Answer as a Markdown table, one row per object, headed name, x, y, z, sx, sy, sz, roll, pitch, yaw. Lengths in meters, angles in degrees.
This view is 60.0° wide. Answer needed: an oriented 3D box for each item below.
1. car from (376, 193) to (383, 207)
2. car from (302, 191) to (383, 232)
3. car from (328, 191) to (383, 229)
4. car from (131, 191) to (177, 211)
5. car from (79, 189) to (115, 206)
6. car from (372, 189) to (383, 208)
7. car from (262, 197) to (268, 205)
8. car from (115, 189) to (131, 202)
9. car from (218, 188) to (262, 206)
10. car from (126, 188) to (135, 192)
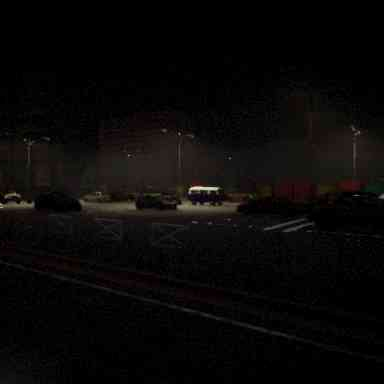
| name | x | y | z | sx | sy | sz | roll | pitch | yaw |
| --- | --- | --- | --- | --- | --- | --- | --- | --- | --- |
| car | 22.380 | 0.894 | 36.358 | 3.806 | 1.475 | 1.970 | 1 | 1 | 35 |
| car | 7.879 | 0.934 | 15.486 | 4.605 | 1.855 | 1.932 | 1 | 1 | 35 |
| car | 9.573 | 0.906 | 17.834 | 3.866 | 1.878 | 1.905 | 1 | 1 | 35 |
| car | -3.242 | 0.929 | 30.010 | 3.806 | 1.475 | 1.970 | 1 | 1 | 35 |
| car | -12.367 | 0.704 | 43.352 | 3.806 | 1.475 | 1.970 | 1 | 1 | 35 |
| car | 20.722 | 0.687 | 33.981 | 3.866 | 1.878 | 1.905 | 1 | 1 | 35 |
| car | 8.014 | 0.677 | 46.291 | 3.905 | 1.438 | 1.784 | 1 | 1 | 35 |
| car | -10.717 | 0.641 | 45.730 | 3.905 | 1.438 | 1.784 | 1 | 1 | 35 |
| car | 6.311 | 0.498 | 43.944 | 4.605 | 1.855 | 1.932 | 1 | 1 | 35 |
| car | -9.229 | 0.400 | 47.961 | 4.605 | 1.855 | 1.932 | 1 | 1 | 35 |
